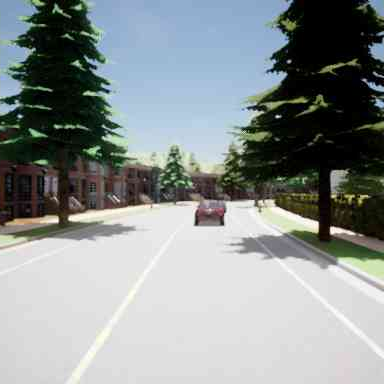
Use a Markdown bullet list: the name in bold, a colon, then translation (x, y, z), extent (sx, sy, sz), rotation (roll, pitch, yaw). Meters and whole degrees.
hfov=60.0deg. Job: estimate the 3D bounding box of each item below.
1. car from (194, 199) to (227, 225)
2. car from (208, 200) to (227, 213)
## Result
- **car**: translation (1.333, 1.387, 24.541), extent (2.097, 1.767, 4.553), rotation (0, 0, 5)
- **car**: translation (3.020, 1.622, 38.880), extent (1.994, 1.385, 4.181), rotation (0, 0, 8)
